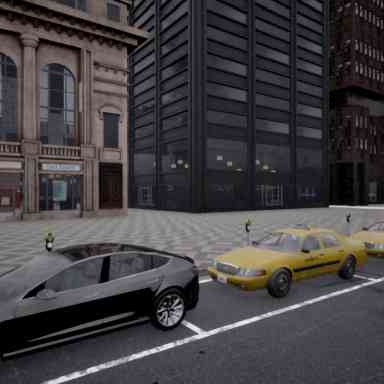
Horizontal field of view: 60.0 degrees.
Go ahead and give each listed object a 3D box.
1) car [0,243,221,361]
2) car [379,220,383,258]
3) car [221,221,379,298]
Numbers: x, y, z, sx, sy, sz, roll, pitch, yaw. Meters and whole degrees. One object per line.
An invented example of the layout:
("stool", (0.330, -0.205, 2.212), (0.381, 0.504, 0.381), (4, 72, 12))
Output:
("car", (-1.858, 1.566, 5.322), (4.313, 1.339, 1.947), (0, 0, -35))
("car", (7.205, 1.525, 11.751), (4.829, 1.417, 1.752), (0, 0, -35))
("car", (2.604, 1.525, 8.488), (4.829, 1.417, 1.752), (0, 0, -35))
